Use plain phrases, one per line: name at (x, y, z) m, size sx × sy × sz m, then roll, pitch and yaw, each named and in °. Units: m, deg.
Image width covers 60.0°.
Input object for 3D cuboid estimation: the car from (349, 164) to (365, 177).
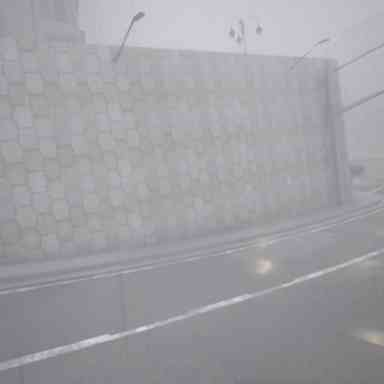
car at (14.733, -2.307, 33.539) m, size 1.882 × 1.535 × 5.008 m, roll -13°, pitch 8°, yaw -35°
